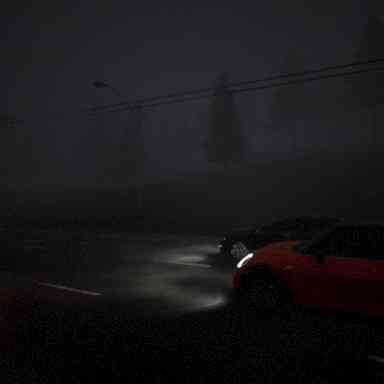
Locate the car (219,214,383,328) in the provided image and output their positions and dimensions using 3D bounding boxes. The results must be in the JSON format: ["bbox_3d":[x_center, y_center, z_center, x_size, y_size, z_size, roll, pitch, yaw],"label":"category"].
[{"bbox_3d":[2.999,1.287,5.917,4.553,1.767,2.097,-1,0,36],"label":"car"}]

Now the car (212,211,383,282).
[{"bbox_3d":[3.174,1.427,10.068,4.892,1.490,1.837,0,0,33],"label":"car"}]
